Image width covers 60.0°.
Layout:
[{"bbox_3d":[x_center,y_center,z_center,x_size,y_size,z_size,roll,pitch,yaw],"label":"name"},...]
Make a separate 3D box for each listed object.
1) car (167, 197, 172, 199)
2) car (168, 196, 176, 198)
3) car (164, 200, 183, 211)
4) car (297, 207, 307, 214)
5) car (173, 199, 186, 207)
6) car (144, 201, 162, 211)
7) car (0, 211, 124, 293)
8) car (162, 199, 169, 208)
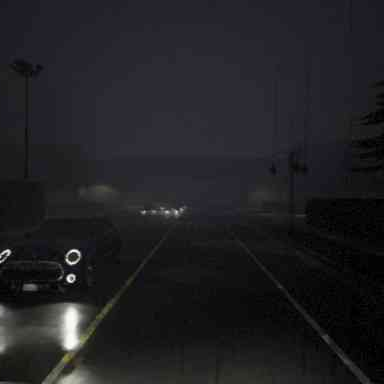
[{"bbox_3d":[-5.936,2.516,75.252,2.128,1.511,4.902,0,-1,1],"label":"car"},{"bbox_3d":[-5.587,2.026,90.249,2.150,2.045,5.566,0,-1,1],"label":"car"},{"bbox_3d":[-3.015,2.318,53.960,1.895,1.301,4.718,0,-1,1],"label":"car"},{"bbox_3d":[15.918,2.189,42.382,4.718,1.301,1.895,0,-1,3],"label":"car"},{"bbox_3d":[-2.693,2.464,65.128,1.895,1.301,4.718,0,-1,2],"label":"car"},{"bbox_3d":[-6.549,2.192,54.102,1.882,1.535,5.008,0,-1,3],"label":"car"},{"bbox_3d":[-3.395,1.471,9.338,2.097,1.767,4.553,0,-1,2],"label":"car"},{"bbox_3d":[-6.214,2.417,64.635,1.994,1.385,4.181,0,-1,2],"label":"car"}]
